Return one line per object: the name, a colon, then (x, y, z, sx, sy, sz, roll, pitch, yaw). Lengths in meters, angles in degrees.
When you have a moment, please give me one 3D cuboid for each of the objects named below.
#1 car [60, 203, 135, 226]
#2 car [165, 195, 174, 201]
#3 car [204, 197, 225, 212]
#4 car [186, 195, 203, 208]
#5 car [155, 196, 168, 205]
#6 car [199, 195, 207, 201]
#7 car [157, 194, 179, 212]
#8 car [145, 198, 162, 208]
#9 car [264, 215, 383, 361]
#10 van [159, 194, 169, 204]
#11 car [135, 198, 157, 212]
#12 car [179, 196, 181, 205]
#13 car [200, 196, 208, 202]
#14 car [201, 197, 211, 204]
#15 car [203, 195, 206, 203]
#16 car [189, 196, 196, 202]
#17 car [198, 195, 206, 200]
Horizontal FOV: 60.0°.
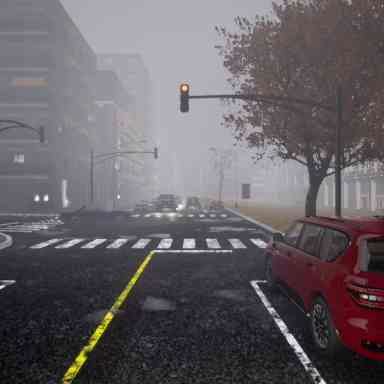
car: (-6.644, 1.590, 23.109, 4.718, 1.301, 1.895, 1, 0, -20)
car: (-5.541, 1.506, 82.577, 1.967, 1.590, 4.097, 0, 0, 0)
car: (2.760, 1.557, 38.300, 1.887, 1.381, 4.507, 0, 0, 0)
car: (0.185, 1.373, 48.877, 2.097, 1.767, 4.553, 0, 0, 0)
car: (-5.581, 1.476, 60.446, 1.967, 1.590, 4.097, 0, 0, 0)
car: (2.849, 1.620, 88.094, 1.887, 1.381, 4.507, 0, 0, 0)
car: (-3.020, 1.235, 40.061, 2.150, 2.045, 5.566, 0, 0, 0)
car: (-5.601, 1.573, 49.381, 2.008, 1.369, 4.403, 0, 0, 0)
car: (2.702, 1.315, 5.912, 2.192, 1.841, 5.009, 0, 0, 0)
van: (-5.571, 1.384, 65.979, 1.690, 1.788, 3.998, 0, 0, 0)
car: (-5.620, 1.563, 38.315, 2.008, 1.369, 4.403, 0, 0, 0)
car: (-2.993, 1.528, 50.079, 1.837, 1.490, 4.892, 0, 0, 0)
car: (2.830, 1.583, 77.199, 1.752, 1.417, 4.829, 0, 0, 0)
car: (2.810, 1.625, 65.963, 1.802, 1.307, 4.206, 0, 0, 0)
car: (2.780, 1.548, 49.535, 1.752, 1.417, 4.829, 0, 0, 0)
car: (0.145, 1.586, 79.830, 1.812, 1.442, 4.674, 0, 0, 0)
car: (2.859, 1.637, 93.627, 2.008, 1.369, 4.403, 0, 0, 0)
